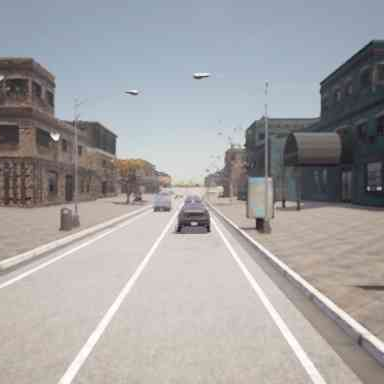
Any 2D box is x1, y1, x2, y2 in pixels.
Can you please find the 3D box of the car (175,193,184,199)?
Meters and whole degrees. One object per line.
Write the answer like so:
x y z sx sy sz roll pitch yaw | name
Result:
-2.973 1.006 77.624 1.994 1.385 4.181 0 0 0 | car

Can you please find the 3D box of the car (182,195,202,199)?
0.114 1.114 39.171 2.097 1.767 4.553 0 0 0 | car

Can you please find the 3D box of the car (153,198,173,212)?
-3.081 1.334 36.041 2.033 1.411 5.357 0 0 0 | car

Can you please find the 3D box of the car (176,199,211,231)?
0.107 1.417 20.027 1.837 1.490 4.892 0 0 0 | car
